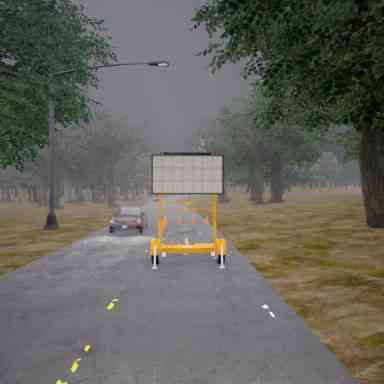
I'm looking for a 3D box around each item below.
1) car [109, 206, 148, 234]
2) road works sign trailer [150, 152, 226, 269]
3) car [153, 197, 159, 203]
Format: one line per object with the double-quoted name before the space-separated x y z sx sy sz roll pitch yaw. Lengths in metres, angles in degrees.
"car" -3.613 1.552 19.592 1.812 1.442 4.674 0 0 -3
"road works sign trailer" -0.152 0.477 11.214 2.380 3.560 2.880 0 0 -2
"car" -8.472 1.875 80.278 2.033 1.411 5.357 0 0 -5
